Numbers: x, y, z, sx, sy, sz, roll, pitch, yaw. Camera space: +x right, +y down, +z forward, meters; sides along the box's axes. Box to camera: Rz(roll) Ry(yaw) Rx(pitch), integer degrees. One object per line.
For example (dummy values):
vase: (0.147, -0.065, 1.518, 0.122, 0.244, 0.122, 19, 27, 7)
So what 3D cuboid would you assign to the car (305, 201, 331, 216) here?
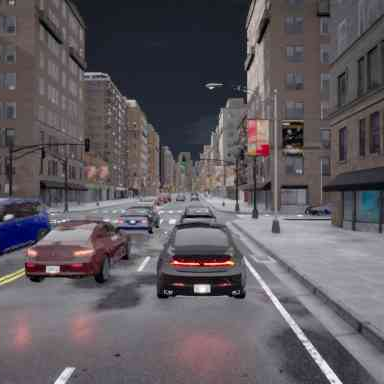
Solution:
car: (14.124, 1.634, 33.127, 5.357, 1.411, 2.033, 0, -1, -3)

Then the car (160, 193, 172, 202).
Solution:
car: (-5.874, 1.170, 75.458, 2.150, 2.045, 5.566, 0, 0, 0)

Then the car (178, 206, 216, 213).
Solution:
car: (0.291, 1.491, 17.861, 2.128, 1.511, 4.902, 0, 0, -1)

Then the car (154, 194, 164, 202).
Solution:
car: (-6.126, 1.498, 54.104, 1.812, 1.442, 4.674, 0, 0, 1)

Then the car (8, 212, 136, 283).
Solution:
car: (-3.026, 1.527, 9.595, 1.812, 1.442, 4.674, 0, 0, 1)

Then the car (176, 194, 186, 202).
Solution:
car: (-2.622, 1.493, 75.655, 1.994, 1.385, 4.181, 0, 0, 0)

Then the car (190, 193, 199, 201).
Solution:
car: (0.706, 1.160, 85.660, 2.150, 2.045, 5.566, 0, 0, 0)

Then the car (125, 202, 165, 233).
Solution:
car: (-2.958, 1.546, 19.167, 2.033, 1.411, 5.357, 0, 0, 0)

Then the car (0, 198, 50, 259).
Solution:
car: (-6.508, 1.224, 10.652, 2.150, 2.045, 5.566, 0, 0, 0)

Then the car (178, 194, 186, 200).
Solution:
car: (-2.545, 1.245, 85.658, 1.882, 1.535, 5.008, 0, 0, 0)

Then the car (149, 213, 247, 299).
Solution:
car: (0.205, 1.506, 8.459, 1.837, 1.490, 4.892, 0, 0, 0)

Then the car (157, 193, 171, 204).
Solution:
car: (-5.998, 1.183, 64.765, 2.150, 2.045, 5.566, 0, 0, 1)

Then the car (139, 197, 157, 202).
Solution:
car: (-6.212, 1.582, 44.093, 1.895, 1.301, 4.718, 0, 0, 0)

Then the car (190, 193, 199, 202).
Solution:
car: (0.637, 1.473, 75.392, 1.812, 1.442, 4.674, 0, 0, 0)
